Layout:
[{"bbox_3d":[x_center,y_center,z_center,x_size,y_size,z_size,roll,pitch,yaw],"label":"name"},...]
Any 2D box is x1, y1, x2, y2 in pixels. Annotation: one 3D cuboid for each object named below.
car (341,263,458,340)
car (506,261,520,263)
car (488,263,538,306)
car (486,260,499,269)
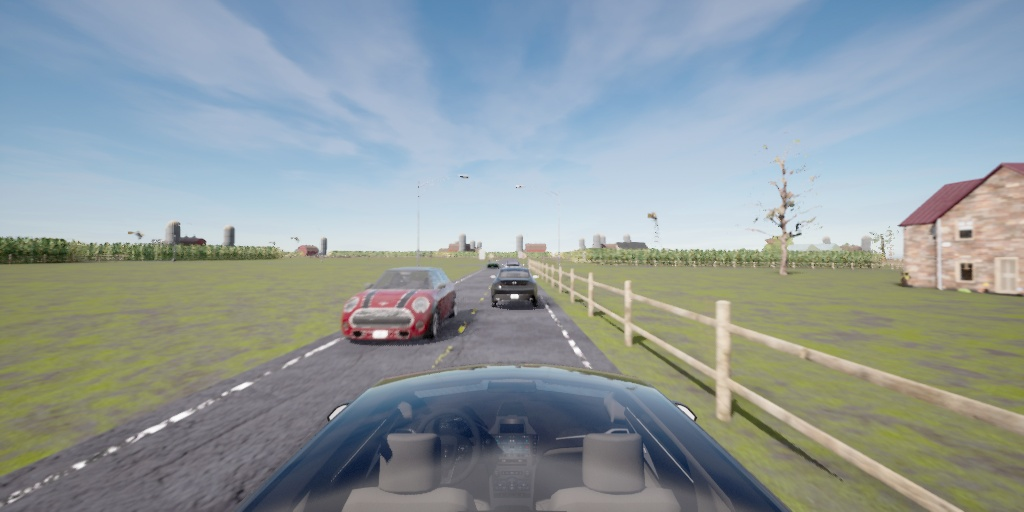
[{"bbox_3d":[-2.851,1.100,10.008,2.097,1.767,4.553,0,0,0],"label":"car"},{"bbox_3d":[0.098,1.219,36.752,2.128,1.511,4.902,0,0,0],"label":"car"},{"bbox_3d":[0.100,1.250,15.728,1.837,1.490,4.892,0,0,0],"label":"car"},{"bbox_3d":[-2.804,1.306,53.780,1.895,1.301,4.718,0,0,0],"label":"car"}]
